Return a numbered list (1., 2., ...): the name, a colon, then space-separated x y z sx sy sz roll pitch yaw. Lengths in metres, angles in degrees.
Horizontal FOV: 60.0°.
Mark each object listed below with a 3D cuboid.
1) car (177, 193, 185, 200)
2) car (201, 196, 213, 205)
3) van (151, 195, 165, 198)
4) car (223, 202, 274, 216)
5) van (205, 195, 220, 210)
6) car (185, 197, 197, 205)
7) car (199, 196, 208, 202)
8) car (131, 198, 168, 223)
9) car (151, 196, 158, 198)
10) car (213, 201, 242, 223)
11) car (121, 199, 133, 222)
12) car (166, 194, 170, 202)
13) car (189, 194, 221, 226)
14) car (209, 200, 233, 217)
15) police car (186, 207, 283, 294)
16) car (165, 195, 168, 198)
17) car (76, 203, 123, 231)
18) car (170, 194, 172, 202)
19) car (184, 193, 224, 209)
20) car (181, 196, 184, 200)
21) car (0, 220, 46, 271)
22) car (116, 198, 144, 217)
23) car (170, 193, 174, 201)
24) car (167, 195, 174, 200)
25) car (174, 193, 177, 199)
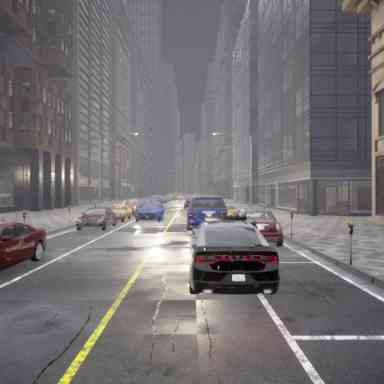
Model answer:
1. car: -3.206 1.498 90.770 1.882 1.535 5.008 0 0 0
2. car: 2.630 1.452 59.929 1.967 1.590 4.097 0 0 0
3. van: -5.882 1.351 54.298 1.690 1.788 3.998 0 0 0
4. car: 2.732 1.442 15.112 1.967 1.590 4.097 0 0 0
5. van: 2.668 1.349 43.122 1.690 1.788 3.998 0 0 0
6. car: -0.133 1.575 58.579 1.994 1.385 4.181 0 0 0
7. car: 2.591 1.561 76.735 1.887 1.381 4.507 0 0 0
8. car: -3.157 1.482 25.843 1.882 1.535 5.008 0 0 0
9. car: -5.857 1.552 43.095 1.887 1.381 4.507 0 0 0
10. car: 2.706 1.530 26.486 1.752 1.417 4.829 0 0 0
11. car: -5.819 1.529 26.119 1.752 1.417 4.829 0 0 0
12. car: -5.908 1.453 65.502 1.967 1.590 4.097 0 0 0
13. car: 0.844 1.229 24.819 2.150 2.045 5.566 0 0 0
14. car: 2.693 1.550 31.919 1.887 1.381 4.507 0 0 0
15. police car: 0.880 1.426 8.898 1.930 1.638 5.238 0 0 0
16. car: -5.896 1.594 59.900 1.802 1.307 4.206 0 0 0
17. car: -5.807 1.585 20.687 1.802 1.307 4.206 0 0 0
18. car: -5.921 1.580 71.103 1.947 1.339 4.313 0 0 0
19. car: 0.778 1.226 18.810 2.150 2.045 5.566 0 0 -1
20. car: -0.080 1.572 45.267 1.994 1.385 4.181 0 0 0
21. car: -5.781 1.546 9.484 1.887 1.381 4.507 0 0 0
22. car: -5.832 1.445 31.891 1.967 1.590 4.097 0 0 0
23. car: -5.934 1.456 76.705 1.967 1.590 4.097 0 0 0
24. car: -5.972 1.603 93.510 1.802 1.307 4.206 0 0 0
25. car: -5.958 1.334 87.909 2.192 1.841 5.009 0 0 0
